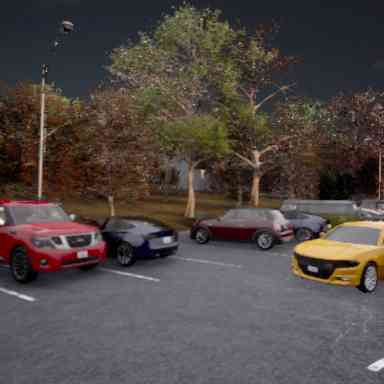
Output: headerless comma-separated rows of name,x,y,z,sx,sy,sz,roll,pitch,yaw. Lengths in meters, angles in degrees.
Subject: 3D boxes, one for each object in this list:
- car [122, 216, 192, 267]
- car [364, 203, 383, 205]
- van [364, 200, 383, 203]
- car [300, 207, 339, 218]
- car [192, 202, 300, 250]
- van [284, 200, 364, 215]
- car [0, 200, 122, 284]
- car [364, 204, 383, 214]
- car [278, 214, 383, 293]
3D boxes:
car,-2.685,1.566,11.688,4.792,1.488,2.163,-1,-1,34
car,11.871,1.738,21.838,5.366,1.575,1.946,-1,-2,34
van,14.015,1.557,23.720,4.442,1.987,1.878,-1,-1,34
car,4.504,1.666,16.824,4.792,1.488,2.163,-1,-1,34
car,2.158,1.476,15.083,4.553,1.767,2.185,-1,-1,34
van,6.827,1.446,18.582,4.442,1.987,1.878,-1,-1,35
car,-5.029,1.252,9.956,5.566,2.045,2.435,-1,-2,34
car,9.325,1.706,20.224,4.892,1.521,2.231,-1,-1,34
car,4.897,1.581,9.332,5.008,1.535,1.882,1,0,-36
